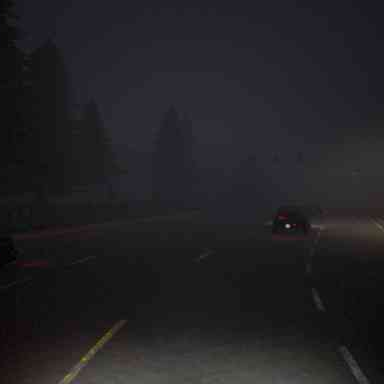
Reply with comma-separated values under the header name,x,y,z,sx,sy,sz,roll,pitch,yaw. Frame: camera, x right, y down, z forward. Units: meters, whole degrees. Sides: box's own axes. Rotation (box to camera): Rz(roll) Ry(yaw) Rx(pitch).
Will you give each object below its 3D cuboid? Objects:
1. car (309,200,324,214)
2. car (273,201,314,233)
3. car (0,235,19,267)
name,x,y,z,sx,sy,sz,roll,pitch,yaw
car,13.728,1.654,37.455,1.812,1.442,4.674,0,0,24
car,6.078,1.565,20.059,1.837,1.490,4.892,0,0,23
car,-6.190,1.505,7.047,2.033,1.411,5.357,0,0,12
